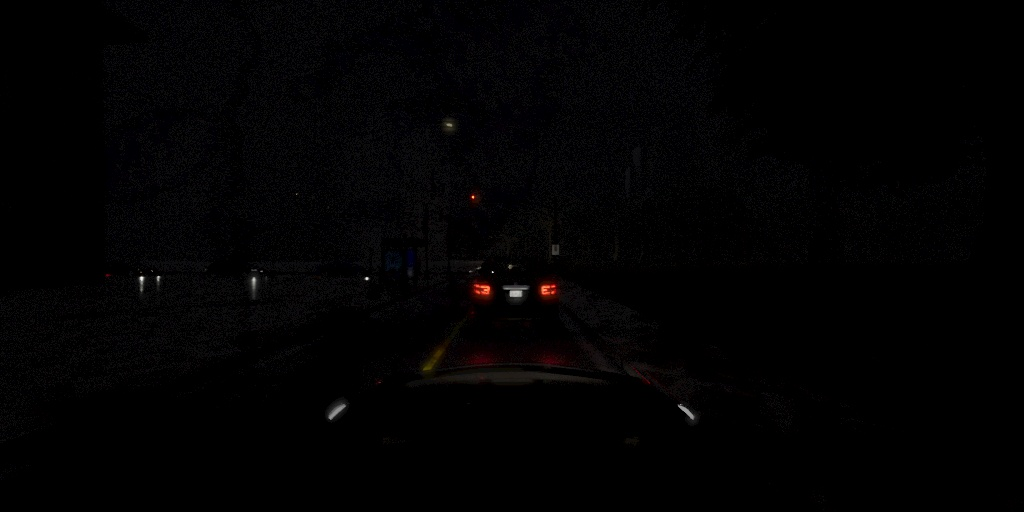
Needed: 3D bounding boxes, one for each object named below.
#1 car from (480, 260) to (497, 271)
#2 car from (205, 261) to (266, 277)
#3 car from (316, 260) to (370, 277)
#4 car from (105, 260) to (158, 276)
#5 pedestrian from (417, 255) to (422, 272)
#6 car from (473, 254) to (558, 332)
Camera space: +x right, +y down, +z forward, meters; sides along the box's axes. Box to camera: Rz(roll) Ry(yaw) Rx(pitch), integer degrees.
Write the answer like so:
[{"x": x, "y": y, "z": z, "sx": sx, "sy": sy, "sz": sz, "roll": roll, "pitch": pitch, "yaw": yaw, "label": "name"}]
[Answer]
[{"x": -3.087, "y": 1.249, "z": 48.203, "sx": 2.033, "sy": 1.411, "sz": 5.357, "roll": 0, "pitch": 0, "yaw": 0, "label": "car"}, {"x": -25.346, "y": 1.175, "z": 32.938, "sx": 4.892, "sy": 1.490, "sz": 1.837, "roll": 0, "pitch": 1, "yaw": 1, "label": "car"}, {"x": -15.160, "y": 1.176, "z": 32.680, "sx": 5.008, "sy": 1.535, "sz": 1.882, "roll": 0, "pitch": 0, "yaw": 0, "label": "car"}, {"x": -35.719, "y": 1.145, "z": 33.214, "sx": 4.892, "sy": 1.490, "sz": 1.837, "roll": 0, "pitch": 1, "yaw": 2, "label": "car"}, {"x": -10.075, "y": 0.800, "z": 38.781, "sx": 0.375, "sy": 1.860, "sz": 0.375, "roll": 0, "pitch": 0, "yaw": 1, "label": "pedestrian"}, {"x": 0.098, "y": 0.968, "z": 10.992, "sx": 2.150, "sy": 2.045, "sz": 5.566, "roll": 0, "pitch": 0, "yaw": 0, "label": "car"}]
